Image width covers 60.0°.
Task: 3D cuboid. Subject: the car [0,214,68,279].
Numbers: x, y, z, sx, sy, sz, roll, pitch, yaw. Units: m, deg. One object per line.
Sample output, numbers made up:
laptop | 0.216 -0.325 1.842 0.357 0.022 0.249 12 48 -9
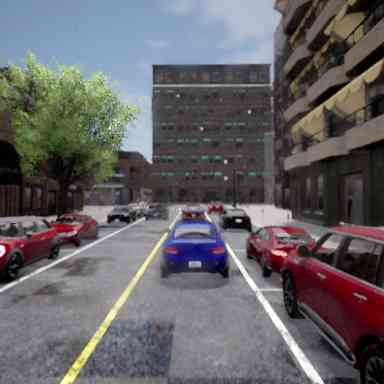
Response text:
car | -5.632 1.516 10.085 1.967 1.590 4.097 1 0 0

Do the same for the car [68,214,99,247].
car | -5.627 1.701 15.770 1.802 1.307 4.206 1 0 0

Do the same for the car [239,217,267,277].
car | 2.713 1.658 10.132 1.802 1.307 4.206 1 0 0

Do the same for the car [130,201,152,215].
car | -5.770 1.817 38.347 1.752 1.417 4.829 1 0 0

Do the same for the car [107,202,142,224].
car | -5.613 1.771 27.142 1.947 1.339 4.313 1 0 0

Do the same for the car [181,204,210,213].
car | 0.113 1.746 26.273 2.033 1.411 5.357 0 0 0

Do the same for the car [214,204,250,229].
car | 2.727 1.728 21.505 1.947 1.339 4.313 1 0 0

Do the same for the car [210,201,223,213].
car | 2.796 1.733 38.562 1.967 1.590 4.097 1 0 0

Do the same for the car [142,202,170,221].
car | -3.059 1.731 29.951 1.837 1.490 4.892 0 0 0

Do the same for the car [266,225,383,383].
car | 2.711 1.349 4.448 2.192 1.841 5.009 1 0 0

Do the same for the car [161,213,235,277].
car | 0.087 1.603 10.382 1.812 1.442 4.674 0 0 0
